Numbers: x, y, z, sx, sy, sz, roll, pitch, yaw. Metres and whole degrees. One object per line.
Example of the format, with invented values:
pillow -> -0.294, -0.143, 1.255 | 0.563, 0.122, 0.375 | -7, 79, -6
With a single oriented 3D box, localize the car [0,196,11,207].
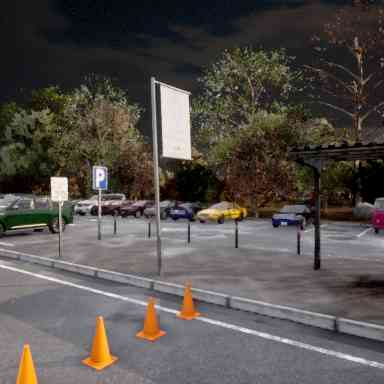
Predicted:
car -> -29.261, 1.332, 47.838 | 1.946, 1.575, 5.366 | 1, 0, 35

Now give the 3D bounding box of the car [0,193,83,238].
car -> -8.934, 1.221, 17.307 | 2.435, 2.045, 5.566 | 0, 0, 35

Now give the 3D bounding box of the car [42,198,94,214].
car -> -13.469, 1.455, 36.508 | 2.097, 1.535, 5.008 | 0, 0, 35

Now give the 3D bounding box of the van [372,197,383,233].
van -> 11.583, 1.264, 19.053 | 1.878, 1.987, 4.442 | 0, 0, 35

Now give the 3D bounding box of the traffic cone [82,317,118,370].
traffic cone -> -1.221, 1.957, 4.423 | 0.340, 0.580, 0.340 | 0, 0, 35

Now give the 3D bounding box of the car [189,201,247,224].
car -> 2.325, 1.475, 25.189 | 1.946, 1.575, 5.366 | 0, 0, 35

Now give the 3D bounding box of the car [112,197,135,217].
car -> -4.378, 1.469, 30.132 | 2.097, 1.535, 5.008 | 0, 0, 35

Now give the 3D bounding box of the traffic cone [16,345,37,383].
traffic cone -> -1.796, 1.957, 3.607 | 0.340, 0.580, 0.340 | 0, 0, 35

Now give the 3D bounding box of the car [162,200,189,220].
car -> 0.178, 1.504, 26.960 | 2.163, 1.488, 4.792 | 0, 0, 35

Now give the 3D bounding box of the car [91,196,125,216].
car -> -6.649, 1.466, 31.728 | 2.097, 1.535, 5.008 | 0, 0, 35

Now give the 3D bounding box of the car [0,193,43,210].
car -> -22.569, 1.153, 42.874 | 2.435, 2.045, 5.566 | 0, 0, 35

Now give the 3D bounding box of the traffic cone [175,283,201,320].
traffic cone -> -0.071, 1.957, 6.056 | 0.340, 0.580, 0.340 | 0, 0, 36

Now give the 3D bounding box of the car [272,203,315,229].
car -> 6.958, 1.513, 22.125 | 2.163, 1.488, 4.792 | 0, 0, 35

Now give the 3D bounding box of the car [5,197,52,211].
car -> -20.267, 1.452, 41.326 | 2.163, 1.488, 4.792 | 0, 0, 35

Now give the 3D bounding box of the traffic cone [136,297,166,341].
traffic cone -> -0.645, 1.957, 5.240 | 0.340, 0.580, 0.340 | 0, 0, 35

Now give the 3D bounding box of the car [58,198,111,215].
car -> -11.197, 1.461, 34.910 | 2.231, 1.521, 4.892 | 0, 0, 35

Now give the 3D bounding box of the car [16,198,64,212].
car -> -18.023, 1.469, 39.678 | 2.163, 1.488, 4.792 | 0, 0, 35

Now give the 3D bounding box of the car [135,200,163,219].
car -> -2.106, 1.473, 28.537 | 2.231, 1.521, 4.892 | 0, 0, 35

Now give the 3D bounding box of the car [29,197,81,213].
car -> -15.632, 1.444, 38.260 | 1.946, 1.575, 5.366 | 0, 0, 35

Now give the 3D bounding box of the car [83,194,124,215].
car -> -8.940, 1.212, 33.296 | 2.435, 2.045, 5.566 | 0, 0, 35
